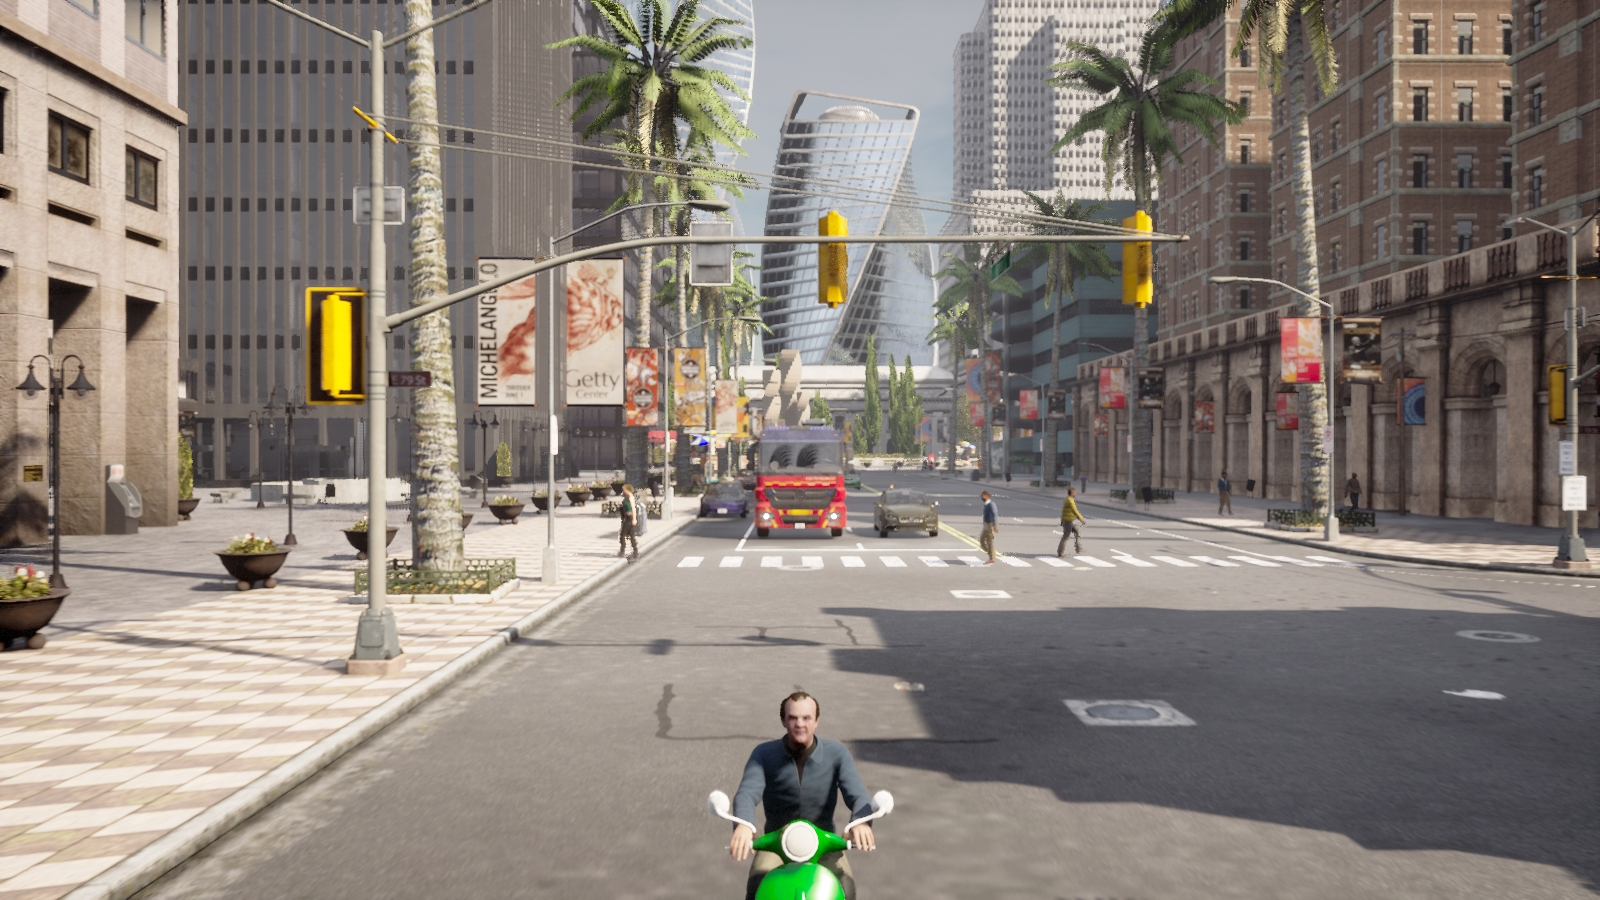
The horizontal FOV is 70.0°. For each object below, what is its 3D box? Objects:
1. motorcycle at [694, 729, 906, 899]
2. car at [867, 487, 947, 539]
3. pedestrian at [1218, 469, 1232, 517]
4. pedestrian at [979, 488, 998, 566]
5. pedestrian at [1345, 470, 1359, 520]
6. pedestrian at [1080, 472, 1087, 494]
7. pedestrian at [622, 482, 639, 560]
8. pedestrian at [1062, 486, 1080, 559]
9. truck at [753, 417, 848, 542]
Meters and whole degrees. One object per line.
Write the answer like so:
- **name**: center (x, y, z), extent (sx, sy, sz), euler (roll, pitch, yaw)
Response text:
- **motorcycle**: center (0.000, 2.183, 5.506), extent (0.856, 1.236, 1.805), euler (0, 0, 0)
- **car**: center (3.504, 2.065, 38.277), extent (2.231, 1.480, 4.892), euler (0, 0, 0)
- **pedestrian**: center (16.842, 1.701, 45.240), extent (0.375, 1.860, 0.375), euler (0, 0, -13)
- **pedestrian**: center (4.563, 1.852, 27.615), extent (0.375, 1.860, 0.375), euler (0, 0, -3)
- **pedestrian**: center (20.957, 1.700, 43.386), extent (0.375, 1.860, 0.375), euler (0, 0, -1)
- **pedestrian**: center (17.143, 1.983, 69.114), extent (0.375, 1.300, 0.375), euler (0, 0, 12)
- **pedestrian**: center (-4.129, 1.729, 27.909), extent (0.375, 1.860, 0.375), euler (0, 0, -3)
- **pedestrian**: center (6.981, 1.852, 29.477), extent (0.375, 1.860, 0.375), euler (0, 0, 0)
- **truck**: center (0.010, 0.894, 39.090), extent (2.891, 3.827, 8.468), euler (0, 0, 0)
